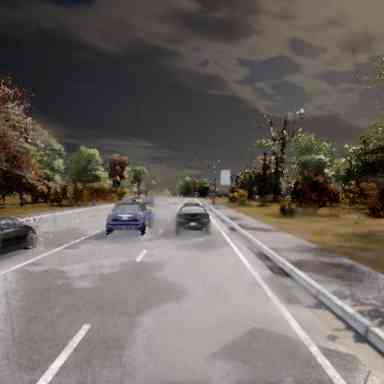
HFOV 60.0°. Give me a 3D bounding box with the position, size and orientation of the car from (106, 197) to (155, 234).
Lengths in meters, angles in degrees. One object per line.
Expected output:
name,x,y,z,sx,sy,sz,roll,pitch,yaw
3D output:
car,-3.448,1.356,19.254,2.097,1.767,4.553,0,0,0

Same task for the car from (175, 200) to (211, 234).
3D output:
car,0.053,1.481,19.472,1.882,1.535,5.008,0,0,0

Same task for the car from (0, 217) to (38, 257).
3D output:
car,-7.127,1.568,11.532,1.994,1.385,4.181,0,0,0
